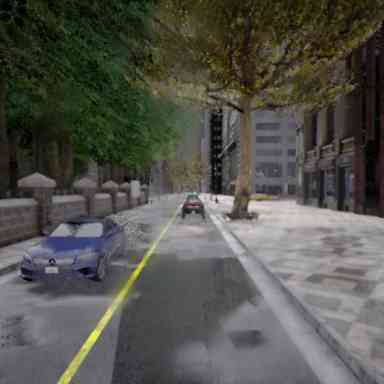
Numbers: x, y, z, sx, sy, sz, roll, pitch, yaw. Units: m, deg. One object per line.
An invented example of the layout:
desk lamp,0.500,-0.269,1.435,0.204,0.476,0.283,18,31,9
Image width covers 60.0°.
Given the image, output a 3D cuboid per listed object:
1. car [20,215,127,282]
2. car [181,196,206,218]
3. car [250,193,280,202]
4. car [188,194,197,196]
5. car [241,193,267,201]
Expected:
car,-3.094,1.451,9.661,1.812,1.442,4.674,0,0,0
car,0.115,1.309,27.912,1.837,1.490,4.892,0,0,0
car,12.384,0.975,56.344,4.829,1.417,1.752,-1,1,0
car,0.090,1.141,44.412,2.033,1.649,4.856,0,-1,0
car,12.071,0.911,64.870,4.829,1.417,1.752,-1,1,0
